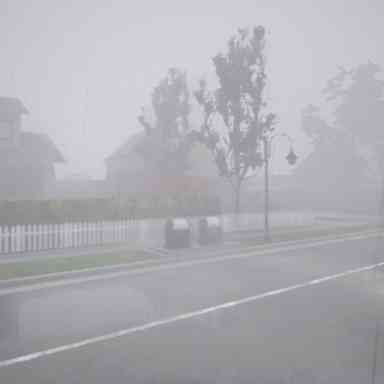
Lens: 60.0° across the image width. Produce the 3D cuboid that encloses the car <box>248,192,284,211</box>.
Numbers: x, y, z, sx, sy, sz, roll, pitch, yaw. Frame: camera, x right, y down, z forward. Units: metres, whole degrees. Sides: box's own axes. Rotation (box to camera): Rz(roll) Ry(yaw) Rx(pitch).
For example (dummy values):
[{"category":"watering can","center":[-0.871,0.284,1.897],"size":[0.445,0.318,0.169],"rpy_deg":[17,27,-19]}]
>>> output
[{"category":"car","center":[7.666,0.988,35.083],"size":[1.905,1.878,3.866],"rpy_deg":[0,0,-35]}]
